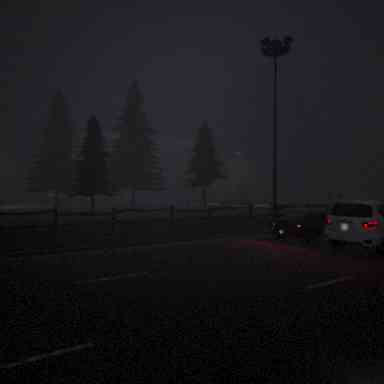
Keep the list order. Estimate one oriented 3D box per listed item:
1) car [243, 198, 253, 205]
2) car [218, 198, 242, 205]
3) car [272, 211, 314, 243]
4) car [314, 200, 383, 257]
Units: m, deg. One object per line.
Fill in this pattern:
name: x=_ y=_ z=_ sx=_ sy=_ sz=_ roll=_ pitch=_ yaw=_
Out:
car: x=10.332 y=1.961 z=67.840 sx=1.837 sy=1.490 sz=4.892 roll=1 pitch=-1 yaw=-35
car: x=7.356 y=2.015 z=65.989 sx=1.895 sy=1.301 sz=4.718 roll=1 pitch=0 yaw=-35
car: x=6.018 y=1.662 z=16.760 sx=4.674 sy=1.442 sz=1.812 roll=0 pitch=0 yaw=-35
car: x=7.757 y=1.350 z=13.706 sx=5.566 sy=2.045 sz=2.150 roll=0 pitch=0 yaw=-35
